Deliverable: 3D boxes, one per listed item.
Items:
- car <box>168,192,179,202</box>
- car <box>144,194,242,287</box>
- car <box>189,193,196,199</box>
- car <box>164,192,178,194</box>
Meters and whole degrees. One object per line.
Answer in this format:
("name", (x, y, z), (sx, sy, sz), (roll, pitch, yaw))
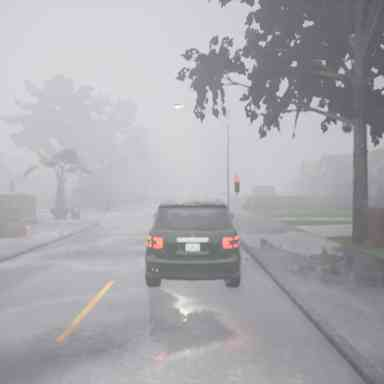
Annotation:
("car", (-3.989, 1.010, 73.743), (2.150, 2.045, 5.566), (0, 0, 0))
("car", (0.038, 1.194, 9.345), (2.150, 2.045, 5.566), (0, 0, 0))
("car", (0.013, 1.099, 88.301), (1.812, 1.442, 4.674), (0, 0, 0))
("car", (-4.056, 1.055, 57.873), (2.150, 2.045, 5.566), (0, 0, 1))
